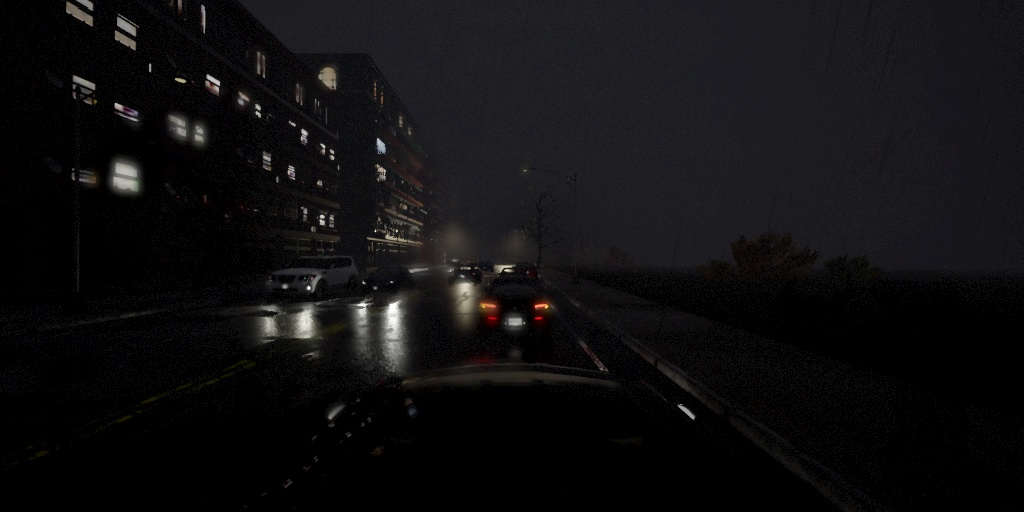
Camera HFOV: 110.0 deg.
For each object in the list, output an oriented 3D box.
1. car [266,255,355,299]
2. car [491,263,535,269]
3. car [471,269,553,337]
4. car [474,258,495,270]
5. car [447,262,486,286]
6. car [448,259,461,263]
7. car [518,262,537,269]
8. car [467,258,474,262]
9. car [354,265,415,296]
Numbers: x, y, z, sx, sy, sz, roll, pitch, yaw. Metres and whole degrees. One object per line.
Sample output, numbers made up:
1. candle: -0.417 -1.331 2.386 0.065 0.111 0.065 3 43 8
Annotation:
1. car: -9.887 0.974 18.365 2.150 2.045 5.566 0 0 0
2. car: 0.061 1.317 20.322 1.994 1.385 4.181 0 0 0
3. car: 0.074 1.277 10.155 1.812 1.442 4.674 0 0 0
4. car: -3.243 1.231 44.667 1.882 1.535 5.008 0 0 0
5. car: -3.200 1.317 25.329 1.994 1.385 4.181 0 0 0
6. car: -9.946 1.245 62.141 2.128 1.511 4.902 0 0 0
7. car: 1.077 1.232 29.850 1.882 1.535 5.008 0 0 0
8. car: -6.695 1.104 62.750 2.097 1.767 4.553 0 0 0
9. car: -6.641 1.279 19.729 1.812 1.442 4.674 0 0 0
